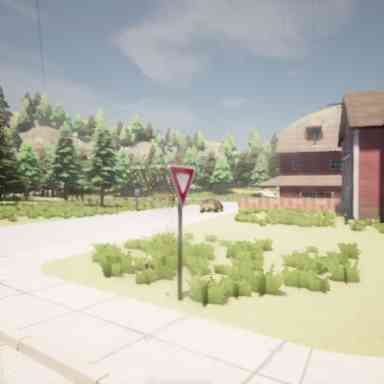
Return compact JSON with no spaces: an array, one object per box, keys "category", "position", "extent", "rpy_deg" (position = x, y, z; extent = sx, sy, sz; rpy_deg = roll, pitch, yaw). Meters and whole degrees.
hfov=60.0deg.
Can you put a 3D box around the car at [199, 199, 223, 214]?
[{"category":"car","position":[2.027,1.444,34.802],"extent":[1.816,1.474,4.193],"rpy_deg":[-6,-1,17]}]
